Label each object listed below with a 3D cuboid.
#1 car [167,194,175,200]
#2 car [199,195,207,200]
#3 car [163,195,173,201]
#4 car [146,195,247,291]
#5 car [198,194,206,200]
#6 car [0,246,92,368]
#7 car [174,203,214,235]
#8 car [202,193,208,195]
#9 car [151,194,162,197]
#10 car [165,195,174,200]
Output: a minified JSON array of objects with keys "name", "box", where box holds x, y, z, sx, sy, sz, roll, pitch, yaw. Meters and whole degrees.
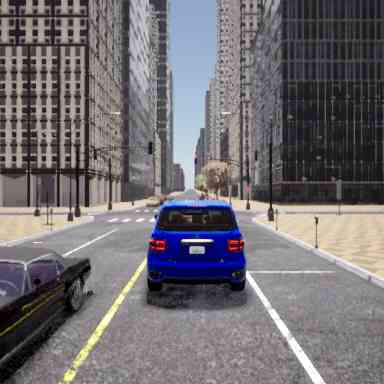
[{"name":"car","box":[-5.691,1.369,90.013,2.008,1.369,4.403,0,0,0]},{"name":"car","box":[2.690,1.383,84.333,1.887,1.381,4.507,0,0,0]},{"name":"car","box":[-5.690,1.402,78.663,1.887,1.381,4.507,0,0,0]},{"name":"car","box":[0.098,1.216,9.112,2.150,2.045,5.566,0,0,0]},{"name":"car","box":[2.689,1.369,90.007,2.008,1.369,4.403,0,0,0]},{"name":"car","box":[-3.089,1.599,4.938,1.895,1.301,4.718,0,0,0]},{"name":"car","box":[0.095,1.476,19.841,2.128,1.511,4.902,0,0,0]},{"name":"car","box":[2.821,1.376,50.283,1.967,1.590,4.097,0,0,0]},{"name":"car","box":[-5.819,1.462,50.113,1.752,1.417,4.829,0,0,0]},{"name":"car","box":[-5.691,1.389,84.338,2.008,1.369,4.403,0,0,0]}]
